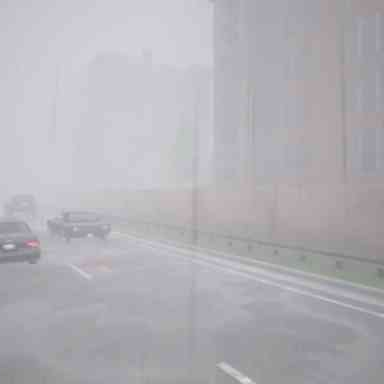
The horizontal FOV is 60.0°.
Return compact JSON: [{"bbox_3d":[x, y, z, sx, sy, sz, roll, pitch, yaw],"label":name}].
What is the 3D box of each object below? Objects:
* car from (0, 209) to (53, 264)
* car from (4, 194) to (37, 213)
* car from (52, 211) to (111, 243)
[{"bbox_3d":[-6.433,1.543,11.178,2.033,1.411,5.357,0,0,-35],"label":"car"},{"bbox_3d":[-16.077,1.209,31.104,2.150,2.045,5.566,0,0,-35],"label":"car"},{"bbox_3d":[-5.659,1.594,16.194,1.895,1.301,4.718,0,0,-35],"label":"car"}]
